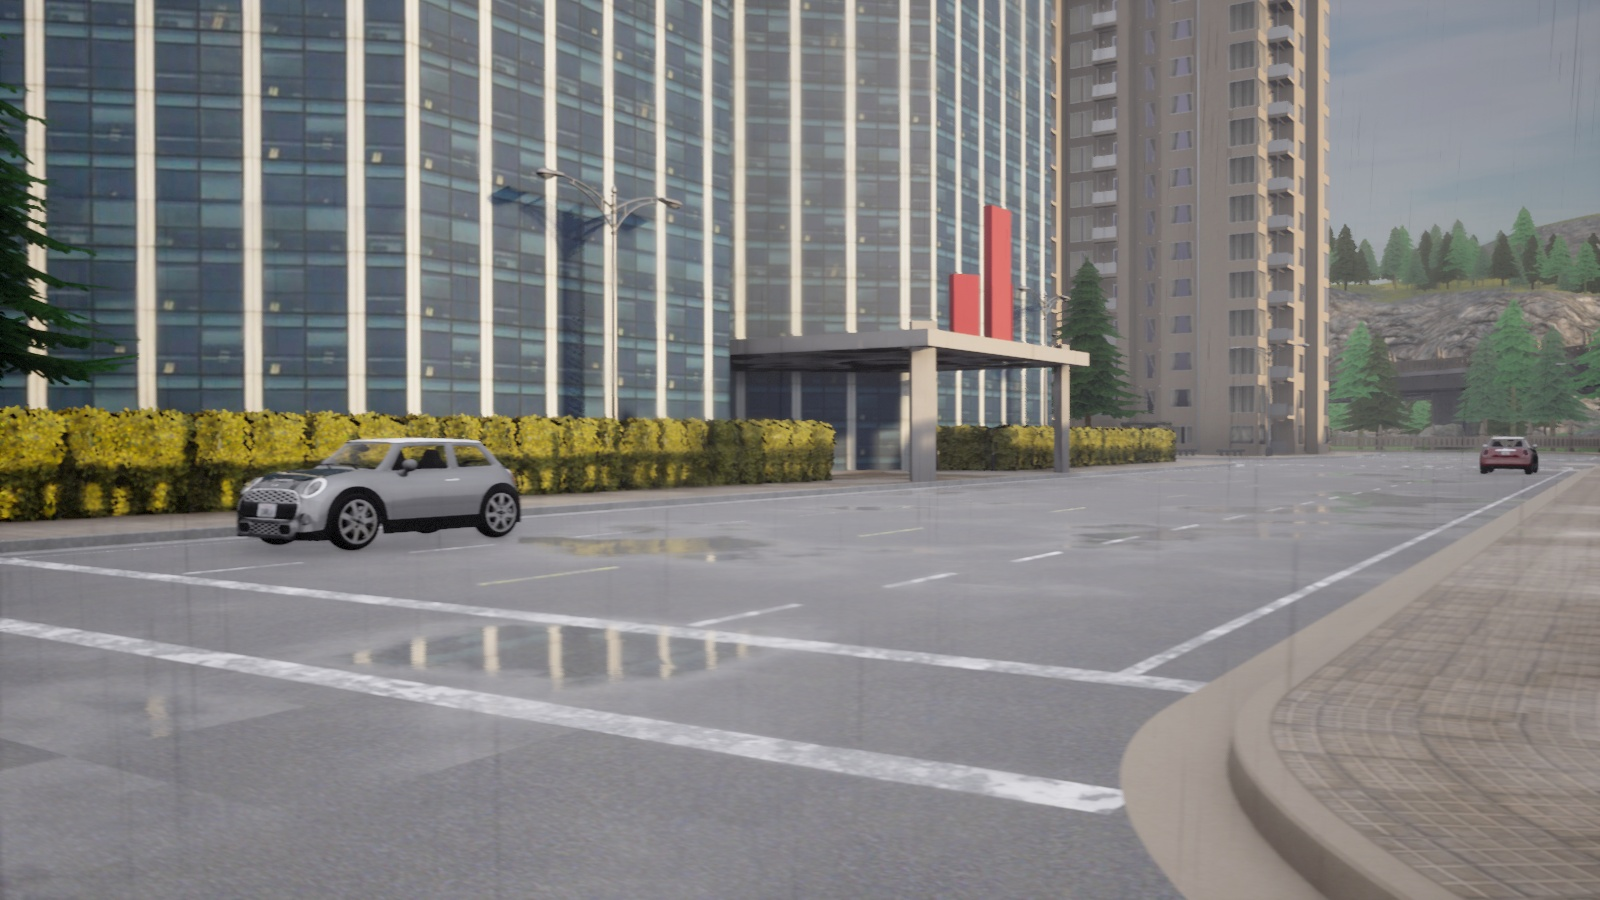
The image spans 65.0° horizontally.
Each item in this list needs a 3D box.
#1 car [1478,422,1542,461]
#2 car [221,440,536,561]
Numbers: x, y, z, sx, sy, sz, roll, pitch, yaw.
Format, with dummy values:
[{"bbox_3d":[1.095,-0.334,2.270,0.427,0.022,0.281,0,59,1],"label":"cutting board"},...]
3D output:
[{"bbox_3d":[28.930,-0.359,51.128,1.970,1.475,3.806,-1,1,34],"label":"car"},{"bbox_3d":[-5.874,0.629,17.869,1.970,1.475,3.806,-1,1,34],"label":"car"}]
